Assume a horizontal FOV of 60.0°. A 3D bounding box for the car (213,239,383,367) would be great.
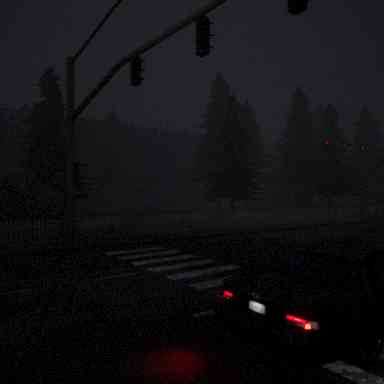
[{"bbox_3d":[2.896,1.563,5.809,5.357,1.411,2.033,0,0,-35],"label":"car"}]
